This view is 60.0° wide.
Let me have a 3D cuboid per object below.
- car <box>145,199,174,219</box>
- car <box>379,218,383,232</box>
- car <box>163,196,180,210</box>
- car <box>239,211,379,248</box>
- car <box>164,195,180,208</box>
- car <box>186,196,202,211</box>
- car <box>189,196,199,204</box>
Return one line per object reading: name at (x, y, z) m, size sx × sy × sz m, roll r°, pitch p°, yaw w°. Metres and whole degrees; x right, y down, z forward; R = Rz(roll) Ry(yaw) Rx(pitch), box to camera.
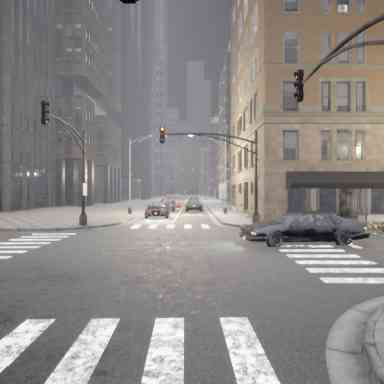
car at (-2.978, 1.569, 29.414) m, size 1.994 × 1.385 × 4.181 m, roll 0°, pitch 0°, yaw 0°
car at (12.186, 1.517, 17.717) m, size 4.829 × 1.417 × 1.752 m, roll 0°, pitch 0°, yaw -1°
car at (-2.932, 1.500, 39.268) m, size 2.128 × 1.511 × 4.902 m, roll 0°, pitch 0°, yaw 0°
car at (4.822, 1.550, 14.371) m, size 5.357 × 1.411 × 2.033 m, roll 0°, pitch 0°, yaw -8°
car at (-2.886, 1.361, 49.167) m, size 2.097 × 1.767 × 4.553 m, roll 0°, pitch 0°, yaw 0°
car at (0.262, 1.573, 40.980) m, size 1.994 × 1.385 × 4.181 m, roll 0°, pitch 0°, yaw 0°
car at (0.360, 1.548, 65.623) m, size 1.994 × 1.385 × 4.181 m, roll 0°, pitch 0°, yaw 0°
